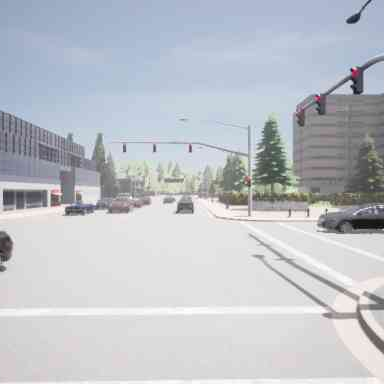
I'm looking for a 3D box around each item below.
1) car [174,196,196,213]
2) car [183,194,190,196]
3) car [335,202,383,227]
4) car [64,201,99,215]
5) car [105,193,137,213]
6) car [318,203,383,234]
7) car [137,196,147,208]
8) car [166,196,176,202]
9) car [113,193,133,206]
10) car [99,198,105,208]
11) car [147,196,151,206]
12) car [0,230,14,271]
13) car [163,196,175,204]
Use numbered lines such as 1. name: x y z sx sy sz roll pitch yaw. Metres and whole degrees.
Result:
1. car: -0.698 1.504 37.692 1.837 1.490 4.892 0 0 0
2. car: -1.085 1.350 65.920 2.097 1.767 4.553 0 0 -1
3. car: 12.501 1.491 22.300 4.902 1.511 2.128 0 0 -1
4. car: -11.237 1.601 33.692 1.895 1.301 4.718 0 0 -1
5. car: -7.775 1.352 36.765 2.097 1.767 4.553 0 0 -1
6. car: 9.616 1.491 18.674 4.902 1.511 2.128 0 0 -3
7. car: -7.910 1.564 46.622 1.994 1.385 4.181 0 0 -1
8. car: -4.723 1.509 75.330 1.895 1.301 4.718 0 0 -1
9. car: -11.528 1.218 55.996 2.150 2.045 5.566 0 0 0
10. car: -11.382 1.504 44.137 1.837 1.490 4.892 0 0 -1
11. car: -8.041 1.477 56.615 1.882 1.535 5.008 0 0 0
12. car: -6.530 1.505 7.756 1.837 1.490 4.892 -2 0 15
13. car: -4.577 1.547 64.694 2.033 1.411 5.357 0 0 -1
